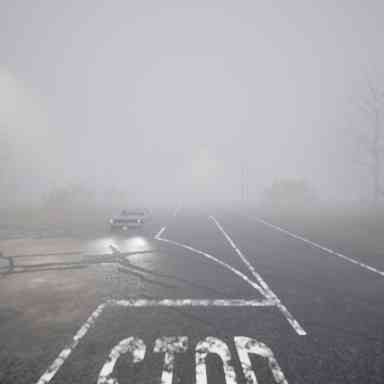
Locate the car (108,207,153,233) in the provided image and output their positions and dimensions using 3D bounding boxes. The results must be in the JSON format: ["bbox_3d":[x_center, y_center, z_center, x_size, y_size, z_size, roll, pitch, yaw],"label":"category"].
[{"bbox_3d":[-3.472,1.583,19.515,1.895,1.301,4.718,0,0,0],"label":"car"}]
